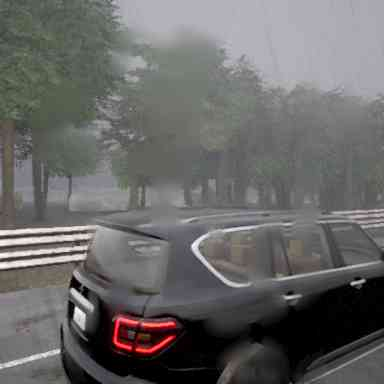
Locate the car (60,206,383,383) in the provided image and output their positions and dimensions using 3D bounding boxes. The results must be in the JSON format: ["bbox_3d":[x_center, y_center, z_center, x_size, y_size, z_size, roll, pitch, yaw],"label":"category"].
[{"bbox_3d":[1.186,1.222,4.532,5.566,2.045,2.150,0,0,-35],"label":"car"}]
